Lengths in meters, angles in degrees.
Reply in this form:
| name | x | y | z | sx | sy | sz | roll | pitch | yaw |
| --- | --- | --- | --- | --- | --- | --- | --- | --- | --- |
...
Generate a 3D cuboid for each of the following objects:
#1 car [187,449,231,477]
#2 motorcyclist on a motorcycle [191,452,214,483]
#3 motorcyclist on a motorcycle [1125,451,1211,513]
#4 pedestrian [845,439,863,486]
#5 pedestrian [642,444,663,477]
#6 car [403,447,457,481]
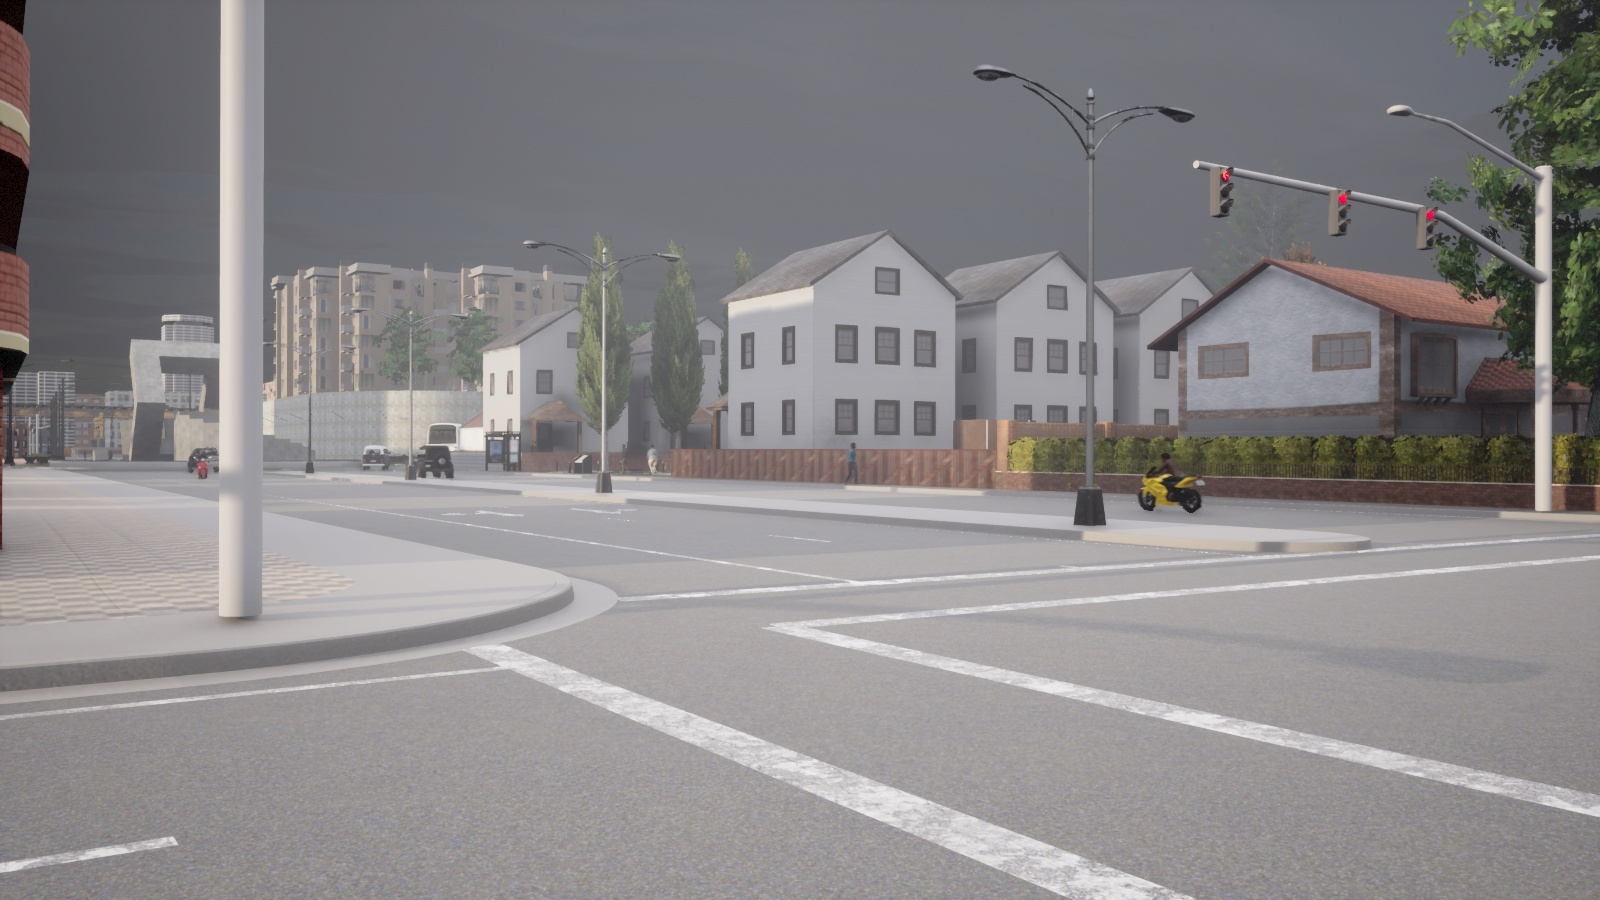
| name | x | y | z | sx | sy | sz | roll | pitch | yaw |
| --- | --- | --- | --- | --- | --- | --- | --- | --- | --- |
| car | -40.596 | 0.859 | 86.213 | 1.932 | 1.855 | 4.605 | 0 | 0 | -36 |
| motorcyclist on a motorcycle | -31.627 | 0.928 | 66.442 | 0.866 | 1.590 | 1.817 | 0 | 0 | -34 |
| motorcyclist on a motorcycle | 9.278 | 0.785 | 31.751 | 0.797 | 1.523 | 2.044 | 0 | 0 | -33 |
| pedestrian | 2.240 | 0.523 | 52.354 | 0.396 | 1.930 | 0.692 | 0 | 0 | -34 |
| pedestrian | -8.189 | 0.587 | 69.762 | 0.874 | 1.855 | 0.900 | 0 | 0 | -29 |
| car | -21.028 | 0.760 | 71.265 | 1.905 | 1.878 | 3.866 | 0 | 0 | -33 |
